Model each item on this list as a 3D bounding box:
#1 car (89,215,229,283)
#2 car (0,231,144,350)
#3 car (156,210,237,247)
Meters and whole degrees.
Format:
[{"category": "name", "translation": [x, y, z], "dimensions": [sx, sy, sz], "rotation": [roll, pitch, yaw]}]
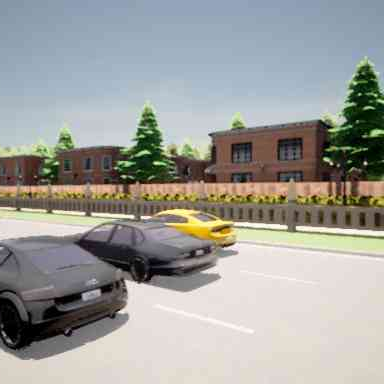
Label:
[{"category": "car", "translation": [-1.846, 1.519, 9.610], "dimensions": [5.357, 1.411, 2.033], "rotation": [0, 0, 36]}, {"category": "car", "translation": [-3.164, 1.539, 6.251], "dimensions": [4.181, 1.385, 1.994], "rotation": [0, 0, 36]}, {"category": "car", "translation": [-0.668, 1.445, 13.071], "dimensions": [5.008, 1.535, 1.882], "rotation": [0, 0, 36]}]
